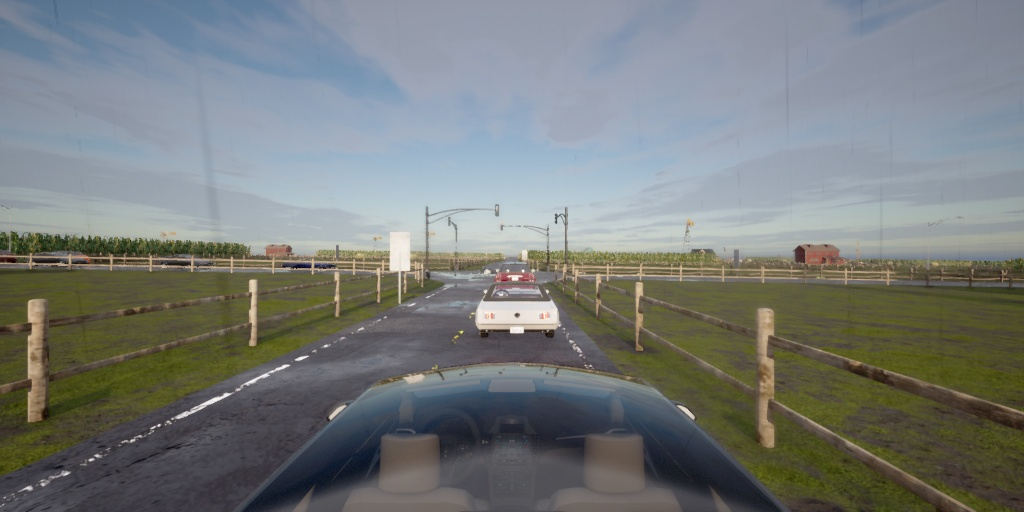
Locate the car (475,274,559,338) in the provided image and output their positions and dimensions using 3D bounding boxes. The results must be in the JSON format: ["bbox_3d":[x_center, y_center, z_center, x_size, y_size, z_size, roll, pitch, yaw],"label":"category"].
[{"bbox_3d":[0.123,1.351,10.158,1.895,1.301,4.718,0,0,0],"label":"car"}]

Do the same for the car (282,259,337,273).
[{"bbox_3d":[-20.635,0.986,36.751,4.718,1.301,1.895,1,0,0],"label":"car"}]

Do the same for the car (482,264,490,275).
[{"bbox_3d":[-1.020,1.321,36.692,4.181,1.385,1.994,1,0,0],"label":"car"}]

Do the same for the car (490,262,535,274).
[{"bbox_3d":[0.178,1.103,19.146,2.097,1.767,4.553,0,0,1],"label":"car"}]

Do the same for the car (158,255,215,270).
[{"bbox_3d":[-33.285,0.662,36.794,4.892,1.490,1.837,1,0,0],"label":"car"}]

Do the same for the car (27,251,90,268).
[{"bbox_3d":[-46.577,0.424,36.862,4.892,1.490,1.837,1,0,0],"label":"car"}]
